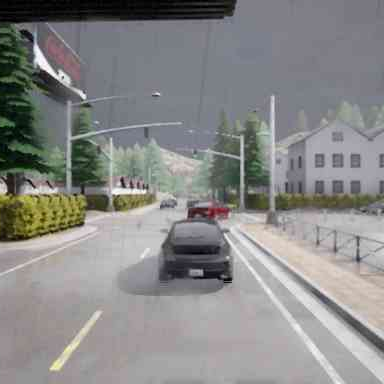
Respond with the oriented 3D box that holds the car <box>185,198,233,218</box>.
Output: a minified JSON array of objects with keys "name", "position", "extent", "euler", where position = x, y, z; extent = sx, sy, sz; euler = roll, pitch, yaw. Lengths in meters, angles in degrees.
[{"name":"car","position":[1.428,1.392,24.396],"extent":[1.882,1.535,5.008],"euler":[-2,0,25]}]

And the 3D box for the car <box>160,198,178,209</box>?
[{"name":"car","position":[-3.504,1.689,47.950],"extent":[1.994,1.385,4.181],"euler":[0,0,0]}]

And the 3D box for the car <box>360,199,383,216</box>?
[{"name":"car","position":[17.958,1.380,30.420],"extent":[4.902,1.511,2.128],"euler":[0,0,0]}]

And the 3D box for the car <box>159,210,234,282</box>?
[{"name":"car","position":[0.099,1.533,9.811],"extent":[1.837,1.490,4.892],"euler":[0,0,0]}]

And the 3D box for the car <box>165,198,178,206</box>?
[{"name":"car","position":[-3.505,1.751,57.945],"extent":[1.895,1.301,4.718],"euler":[0,0,0]}]
